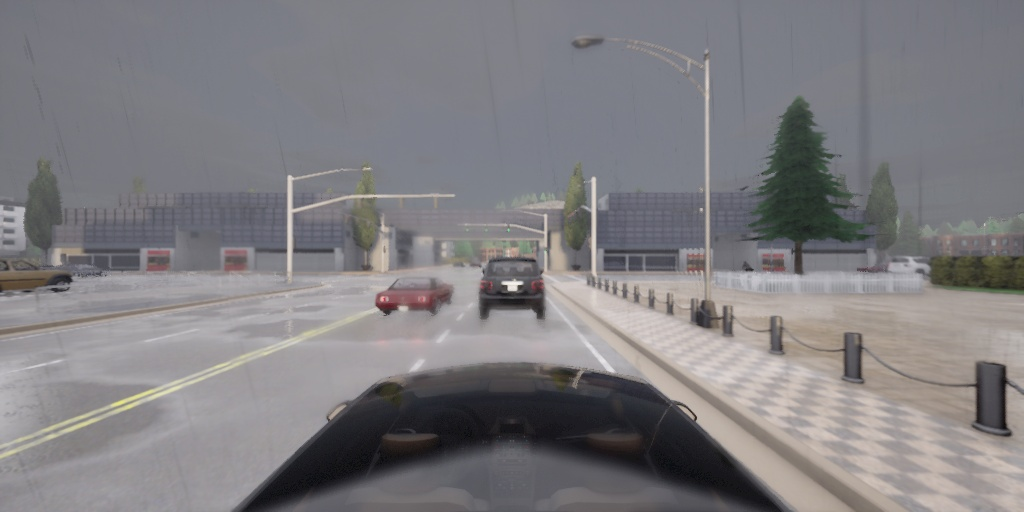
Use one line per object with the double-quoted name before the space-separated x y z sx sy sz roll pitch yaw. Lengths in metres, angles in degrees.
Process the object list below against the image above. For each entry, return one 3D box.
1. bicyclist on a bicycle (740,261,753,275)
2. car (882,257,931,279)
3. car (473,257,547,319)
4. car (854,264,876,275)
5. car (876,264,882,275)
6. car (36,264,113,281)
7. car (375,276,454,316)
"bicyclist on a bicycle" 18.165 1.212 27.809 0.582 1.620 1.656 0 -1 0
"car" 40.356 1.173 35.098 5.566 2.045 2.150 1 0 1
"car" 0.033 1.044 13.264 2.150 2.045 5.566 0 0 0
"car" 43.415 1.600 42.157 4.718 1.301 1.895 0 0 1
"car" 42.646 1.543 38.668 4.181 1.385 1.994 0 0 1
"car" -43.071 1.506 35.576 5.357 1.411 2.033 0 0 2
"car" -3.462 1.425 13.755 1.895 1.301 4.718 0 0 1
